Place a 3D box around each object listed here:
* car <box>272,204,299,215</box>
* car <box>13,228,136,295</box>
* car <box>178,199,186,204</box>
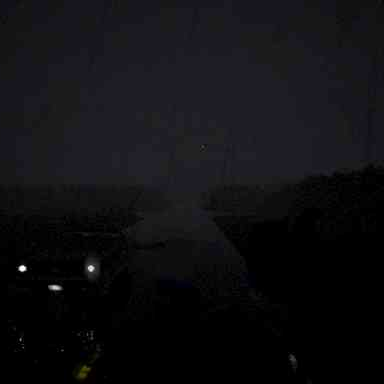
[{"bbox_3d":[12.727,2.134,40.964,5.357,1.411,2.033,0,-1,1],"label":"car"},{"bbox_3d":[-2.846,1.716,9.141,1.895,1.301,4.718,0,-1,0],"label":"car"},{"bbox_3d":[-2.710,2.493,89.755,1.994,1.385,4.181,0,-1,0],"label":"car"}]
